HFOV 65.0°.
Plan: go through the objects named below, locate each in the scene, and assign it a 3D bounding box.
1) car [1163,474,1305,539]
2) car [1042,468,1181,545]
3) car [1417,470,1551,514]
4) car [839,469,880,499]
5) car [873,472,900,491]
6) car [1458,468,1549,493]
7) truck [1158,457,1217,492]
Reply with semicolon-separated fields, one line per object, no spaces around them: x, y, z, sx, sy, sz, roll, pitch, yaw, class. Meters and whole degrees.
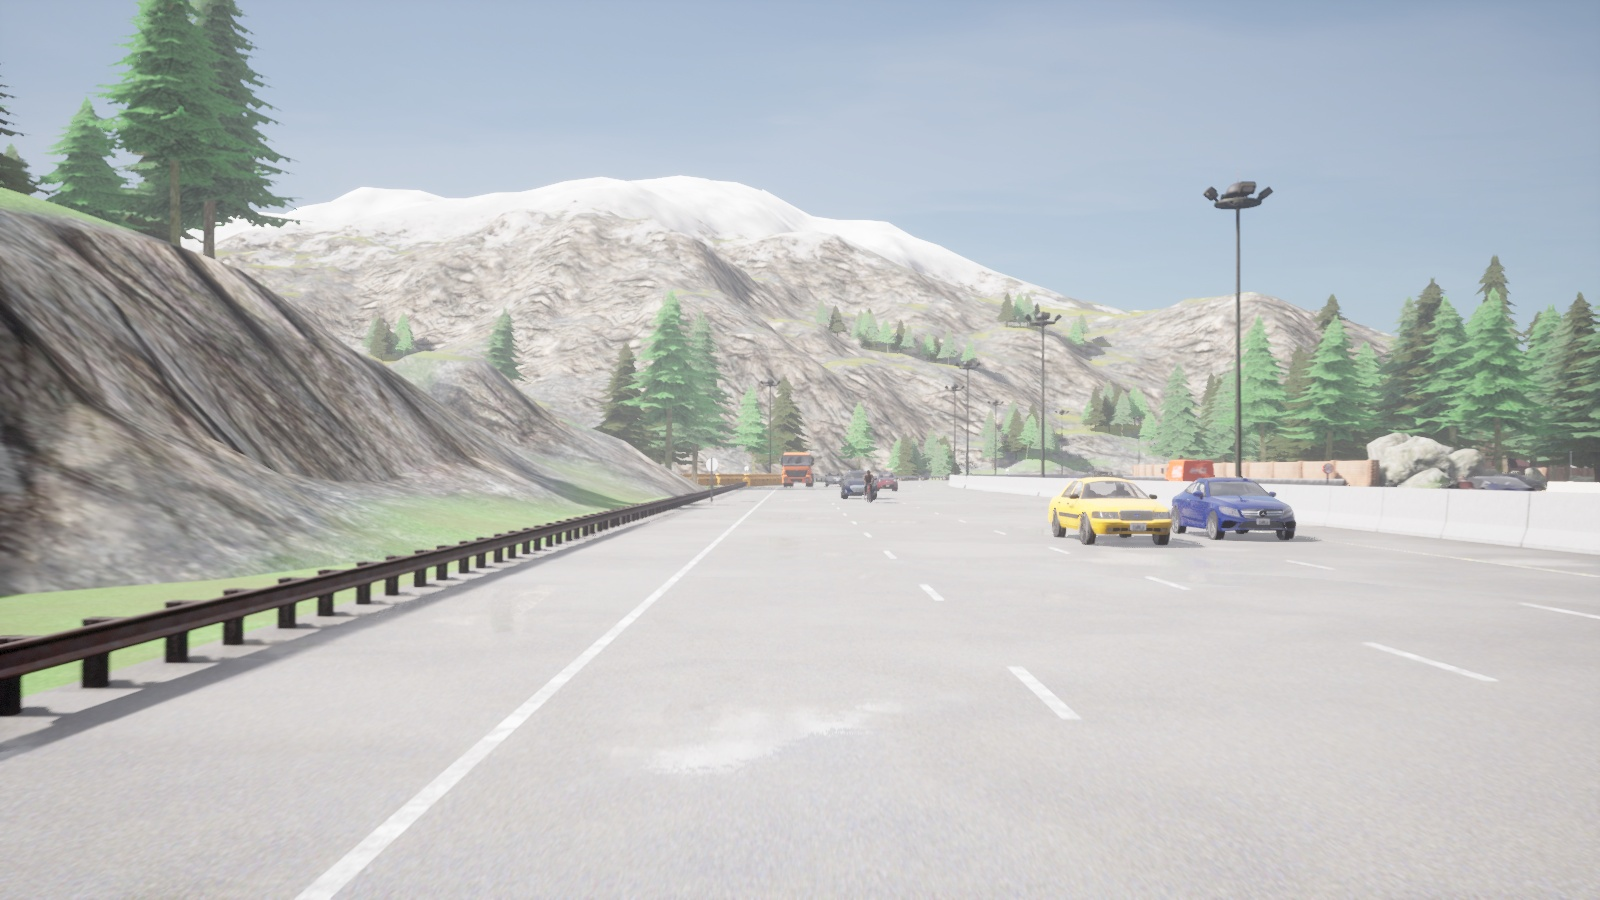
10.426;1.310;30.556;1.812;1.442;4.674;0;-1;0;car
6.931;1.204;28.562;1.801;1.575;5.366;0;-1;0;car
24.391;1.470;44.991;2.163;1.488;4.792;0;-1;0;car
3.328;1.921;71.033;2.033;1.649;4.856;0;-1;0;car
6.762;2.447;98.297;1.845;1.501;3.633;0;-1;0;car
40.708;1.740;72.732;4.181;1.385;1.994;0;-1;0;car
27.780;1.731;90.154;2.627;2.467;5.204;0;-1;0;truck
